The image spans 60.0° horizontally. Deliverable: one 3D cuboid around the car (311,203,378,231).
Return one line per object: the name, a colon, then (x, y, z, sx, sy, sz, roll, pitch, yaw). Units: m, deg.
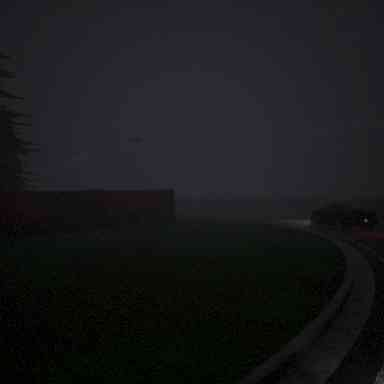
car: (9.015, 1.389, 20.158, 1.882, 1.535, 5.008, 0, 0, -5)
